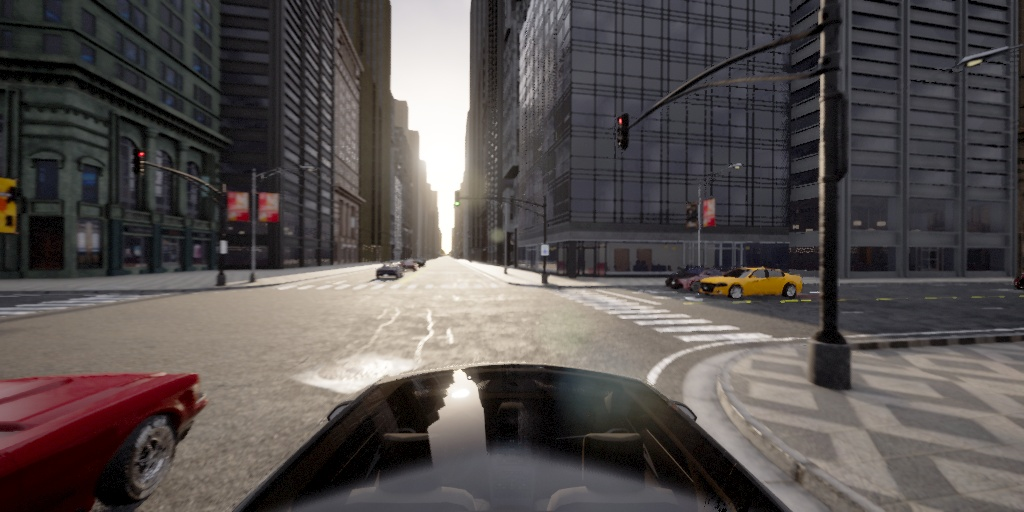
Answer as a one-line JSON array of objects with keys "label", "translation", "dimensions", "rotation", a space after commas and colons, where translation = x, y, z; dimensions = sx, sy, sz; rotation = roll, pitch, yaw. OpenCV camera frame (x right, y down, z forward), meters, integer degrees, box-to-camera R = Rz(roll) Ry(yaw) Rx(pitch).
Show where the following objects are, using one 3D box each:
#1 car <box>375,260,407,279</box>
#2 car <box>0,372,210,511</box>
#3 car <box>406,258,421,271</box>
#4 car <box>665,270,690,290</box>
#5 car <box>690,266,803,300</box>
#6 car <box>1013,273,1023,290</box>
[{"label": "car", "translation": [-10.751, 1.300, 31.676], "dimensions": [1.895, 1.301, 4.718], "rotation": [0, 0, -10]}, {"label": "car", "translation": [-3.634, 1.329, 1.307], "dimensions": [1.895, 1.301, 4.718], "rotation": [0, 0, -8]}, {"label": "car", "translation": [-13.491, 1.174, 47.017], "dimensions": [1.882, 1.535, 5.008], "rotation": [0, 0, -10]}, {"label": "car", "translation": [11.372, 1.385, 21.291], "dimensions": [4.181, 1.385, 1.994], "rotation": [0, 0, -10]}, {"label": "car", "translation": [11.980, 1.299, 18.098], "dimensions": [5.008, 1.535, 1.882], "rotation": [0, 0, -10]}, {"label": "car", "translation": [33.917, 1.288, 22.121], "dimensions": [4.553, 1.767, 2.097], "rotation": [0, 0, -10]}]
